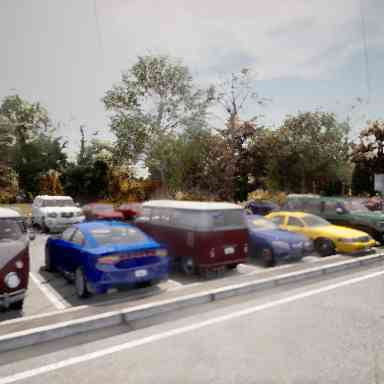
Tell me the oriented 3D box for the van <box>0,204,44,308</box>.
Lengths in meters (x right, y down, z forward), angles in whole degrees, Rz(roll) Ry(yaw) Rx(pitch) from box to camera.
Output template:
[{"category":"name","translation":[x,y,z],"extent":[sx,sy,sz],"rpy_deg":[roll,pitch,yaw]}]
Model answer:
[{"category":"van","translation":[-4.691,1.285,7.095],"extent":[1.878,1.987,4.442],"rpy_deg":[0,0,-36]}]

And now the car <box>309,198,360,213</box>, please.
[{"category":"car","translation":[16.351,1.536,38.419],"extent":[2.097,1.535,5.008],"rpy_deg":[0,0,-36]}]

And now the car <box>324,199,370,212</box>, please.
[{"category":"car","translation":[18.604,1.579,40.039],"extent":[2.002,1.452,4.674],"rpy_deg":[0,0,-36]}]

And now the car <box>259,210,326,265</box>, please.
[{"category":"car","translation":[2.076,1.557,12.095],"extent":[2.002,1.452,4.674],"rpy_deg":[0,0,-36]}]

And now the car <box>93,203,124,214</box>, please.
[{"category":"car","translation":[-6.210,1.518,22.251],"extent":[2.097,1.535,5.008],"rpy_deg":[0,0,-36]}]

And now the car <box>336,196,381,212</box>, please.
[{"category":"car","translation":[20.840,1.416,41.684],"extent":[2.185,1.767,4.553],"rpy_deg":[0,0,-36]}]

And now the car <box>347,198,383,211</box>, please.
[{"category":"car","translation":[23.111,1.545,43.281],"extent":[2.097,1.535,5.008],"rpy_deg":[0,0,-36]}]

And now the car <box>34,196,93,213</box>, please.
[{"category":"car","translation":[-8.446,1.265,20.606],"extent":[2.435,2.045,5.566],"rpy_deg":[0,0,-36]}]

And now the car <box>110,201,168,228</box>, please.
[{"category":"car","translation":[-3.955,1.519,23.869],"extent":[2.097,1.535,5.008],"rpy_deg":[0,0,-36]}]

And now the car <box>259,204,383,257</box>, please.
[{"category":"car","translation":[4.464,1.516,13.576],"extent":[1.946,1.575,5.366],"rpy_deg":[0,0,-36]}]

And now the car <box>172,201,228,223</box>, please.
[{"category":"car","translation":[0.542,1.553,27.123],"extent":[2.163,1.488,4.792],"rpy_deg":[0,0,-36]}]

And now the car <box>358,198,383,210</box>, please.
[{"category":"car","translation":[25.373,1.549,44.889],"extent":[2.231,1.521,4.892],"rpy_deg":[0,0,-36]}]

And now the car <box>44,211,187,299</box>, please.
[{"category":"car","translation":[-2.475,1.513,8.821],"extent":[2.097,1.535,5.008],"rpy_deg":[0,0,-36]}]

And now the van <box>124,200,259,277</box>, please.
[{"category":"van","translation":[-0.268,1.289,10.554],"extent":[1.878,1.987,4.442],"rpy_deg":[0,0,-36]}]

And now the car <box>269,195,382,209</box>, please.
[{"category":"car","translation":[6.651,1.269,15.338],"extent":[2.435,2.045,5.566],"rpy_deg":[0,0,-36]}]

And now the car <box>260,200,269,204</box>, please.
[{"category":"car","translation":[7.343,1.558,31.929],"extent":[2.163,1.488,4.792],"rpy_deg":[0,0,-36]}]

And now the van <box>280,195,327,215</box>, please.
[{"category":"van","translation":[11.768,1.307,35.282],"extent":[1.878,1.987,4.442],"rpy_deg":[0,0,-36]}]

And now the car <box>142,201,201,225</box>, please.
[{"category":"car","translation":[-1.700,1.523,25.487],"extent":[2.231,1.521,4.892],"rpy_deg":[0,0,-36]}]

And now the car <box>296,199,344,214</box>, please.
[{"category":"car","translation":[14.093,1.574,36.802],"extent":[2.002,1.452,4.674],"rpy_deg":[0,0,-36]}]

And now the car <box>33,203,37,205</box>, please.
[{"category":"car","translation":[-10.714,1.515,19.007],"extent":[2.231,1.521,4.892],"rpy_deg":[0,0,-36]}]
